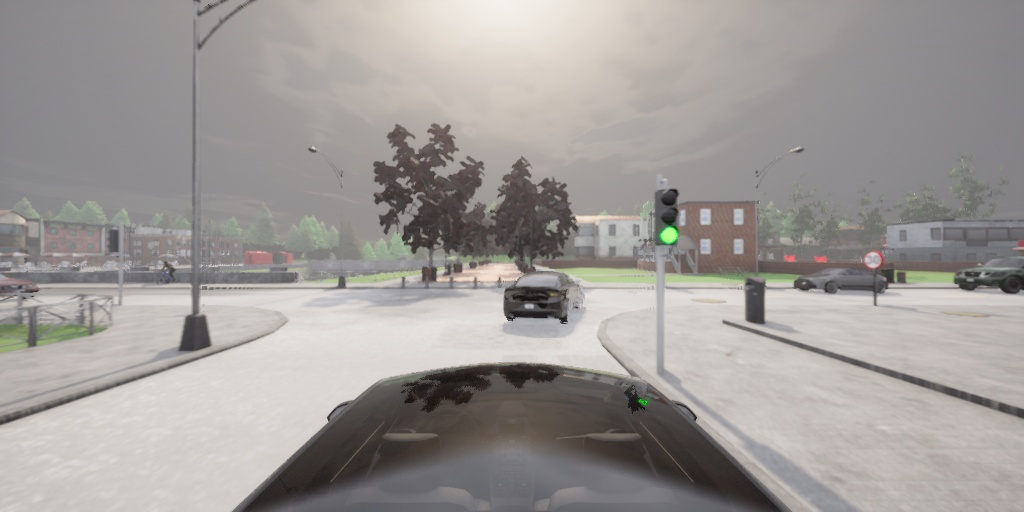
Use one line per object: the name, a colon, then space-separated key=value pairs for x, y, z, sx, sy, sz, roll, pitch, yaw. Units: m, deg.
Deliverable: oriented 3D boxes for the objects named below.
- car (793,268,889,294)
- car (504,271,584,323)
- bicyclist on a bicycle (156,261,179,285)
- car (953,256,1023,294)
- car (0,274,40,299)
car: x=18.448 y=1.358 z=20.237 sx=4.181 sy=1.385 sz=1.994 roll=0 pitch=0 yaw=0
car: x=1.239 y=1.253 z=12.398 sx=1.882 sy=1.535 sz=5.008 roll=-1 pitch=0 yaw=18
bicyclist on a bicycle: x=-23.430 y=1.154 z=24.416 sx=0.582 sy=1.620 sz=1.656 roll=0 pitch=0 yaw=0
car: x=28.627 y=1.015 z=20.238 sx=5.566 sy=2.045 sz=2.150 roll=0 pitch=0 yaw=0
car: x=-24.297 y=1.311 z=16.036 sx=4.674 sy=1.442 sz=1.812 roll=0 pitch=0 yaw=0
